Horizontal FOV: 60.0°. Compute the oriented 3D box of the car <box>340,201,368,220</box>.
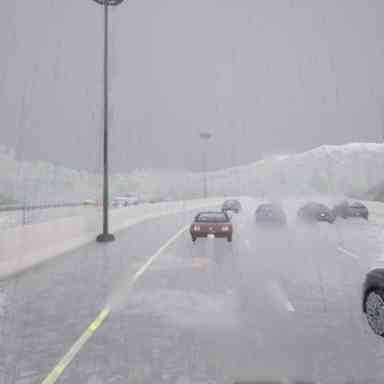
[{"bbox_3d":[13.308,1.521,28.184,2.128,1.511,4.902,0,0,10],"label":"car"}]

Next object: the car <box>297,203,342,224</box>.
[{"bbox_3d":[9.149,1.568,24.794,2.033,1.411,5.357,0,0,9],"label":"car"}]

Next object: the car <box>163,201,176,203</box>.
[{"bbox_3d":[-3.148,1.519,50.530,1.812,1.442,4.674,0,0,17],"label":"car"}]

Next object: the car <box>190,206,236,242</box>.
[{"bbox_3d":[1.044,1.603,16.525,1.895,1.301,4.718,0,0,6],"label":"car"}]

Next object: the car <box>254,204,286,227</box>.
[{"bbox_3d":[5.368,1.559,23.126,2.033,1.411,5.357,0,0,8],"label":"car"}]

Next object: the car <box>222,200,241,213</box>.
[{"bbox_3d":[4.444,1.557,37.350,2.033,1.411,5.357,0,0,13],"label":"car"}]

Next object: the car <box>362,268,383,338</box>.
[{"bbox_3d":[3.742,1.500,3.695,2.128,1.511,4.902,0,0,1],"label":"car"}]
